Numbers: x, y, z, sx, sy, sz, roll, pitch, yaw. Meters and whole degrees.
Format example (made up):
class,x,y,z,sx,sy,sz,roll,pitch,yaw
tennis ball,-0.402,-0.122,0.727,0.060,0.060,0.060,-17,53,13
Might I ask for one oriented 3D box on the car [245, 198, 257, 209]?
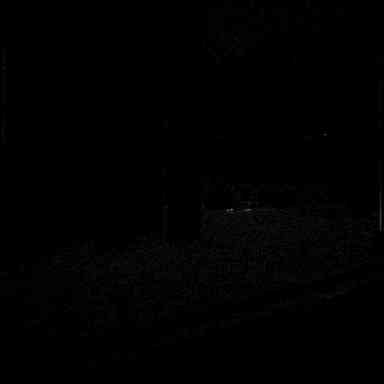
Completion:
class,x,y,z,sx,sy,sz,roll,pitch,yaw
car,6.744,1.508,45.762,1.882,1.535,5.008,1,0,-36

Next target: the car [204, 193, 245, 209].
class,x,y,z,sx,sy,sz,roll,pitch,yaw
car,3.914,1.225,44.128,2.150,2.045,5.566,1,0,-36

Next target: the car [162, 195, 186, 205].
class,x,y,z,sx,sy,sz,roll,pitch,yaw
car,-3.324,1.429,59.875,2.097,1.767,4.553,1,0,-36

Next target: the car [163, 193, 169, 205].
class,x,y,z,sx,sy,sz,roll,pitch,yaw
car,-5.923,1.071,57.928,2.150,2.045,5.566,1,0,-36
